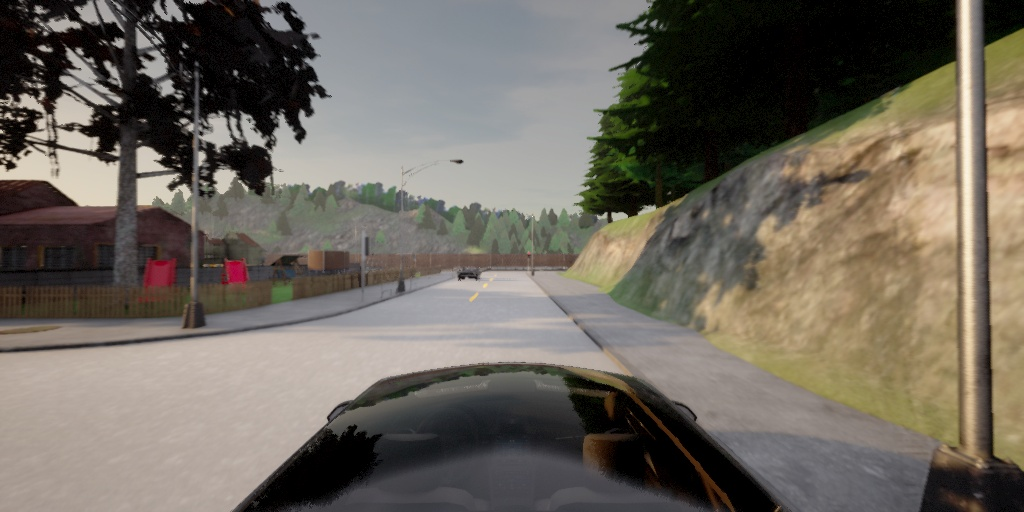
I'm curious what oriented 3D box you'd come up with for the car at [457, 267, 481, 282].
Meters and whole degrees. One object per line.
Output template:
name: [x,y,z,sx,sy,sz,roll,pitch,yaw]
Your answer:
car: [-4.004,1.670,33.965,1.895,1.301,4.718,0,-1,0]
